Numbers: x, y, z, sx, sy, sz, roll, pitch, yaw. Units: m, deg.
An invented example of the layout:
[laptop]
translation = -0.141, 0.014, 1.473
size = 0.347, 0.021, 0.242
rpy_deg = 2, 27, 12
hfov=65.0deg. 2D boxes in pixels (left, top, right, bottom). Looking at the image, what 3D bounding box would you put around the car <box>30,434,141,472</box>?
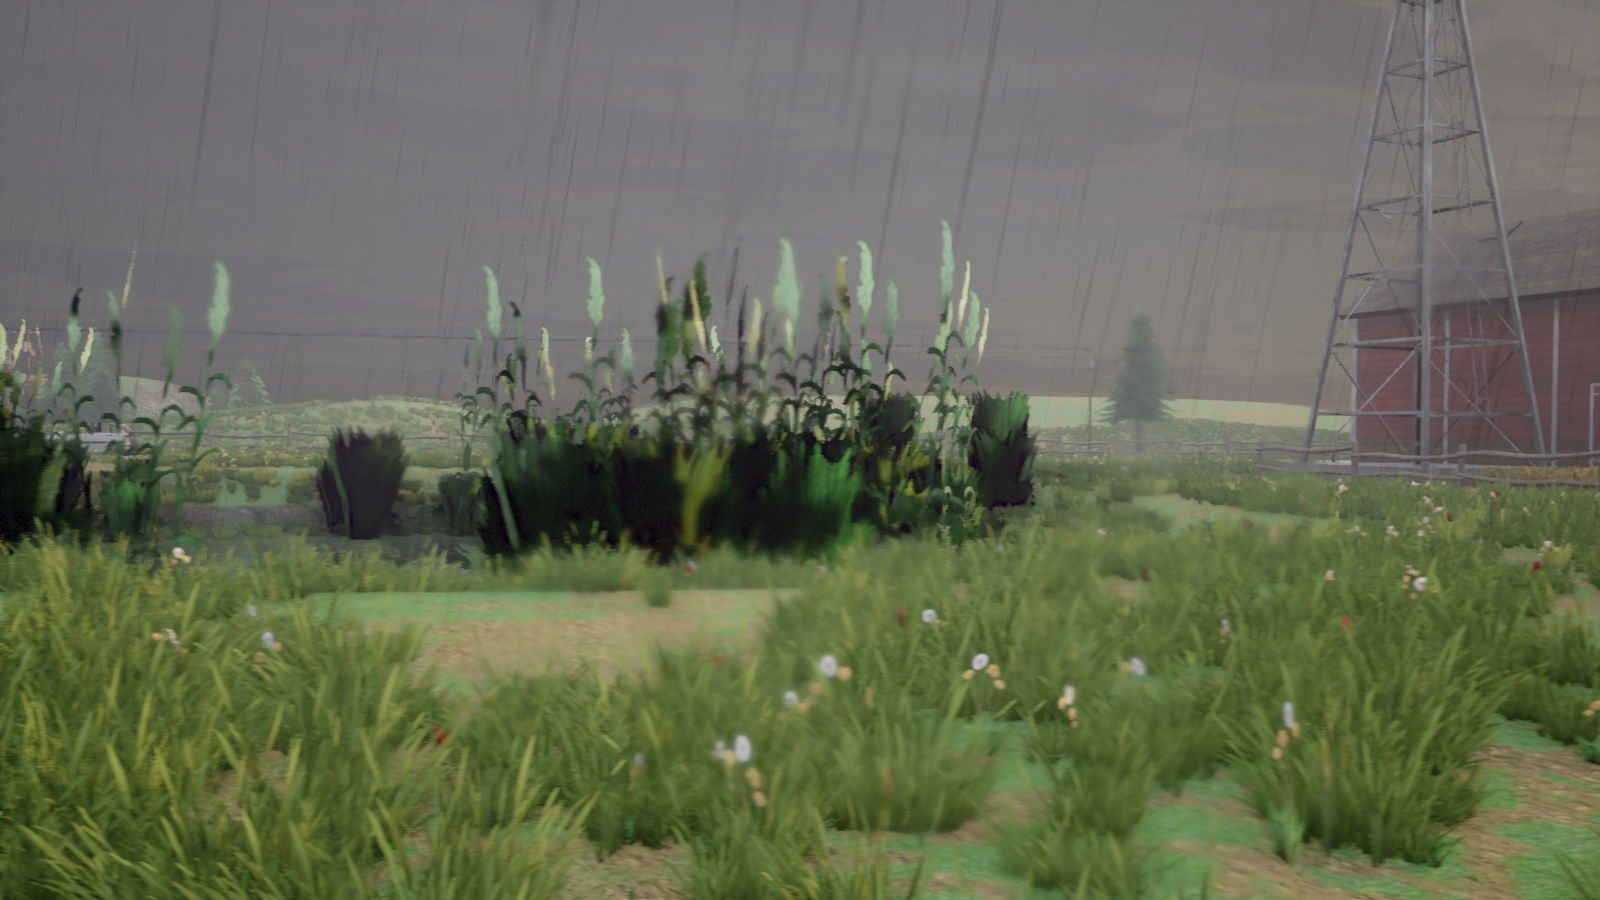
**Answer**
[car]
translation = -32.255, 0.121, 56.806
size = 3.988, 1.617, 1.851
rpy_deg = -1, 1, -15
